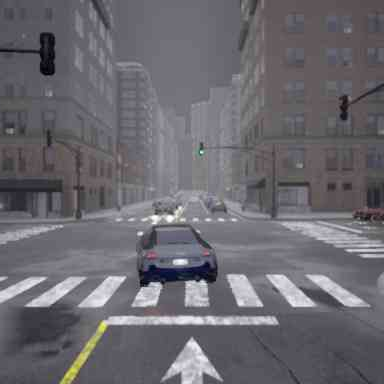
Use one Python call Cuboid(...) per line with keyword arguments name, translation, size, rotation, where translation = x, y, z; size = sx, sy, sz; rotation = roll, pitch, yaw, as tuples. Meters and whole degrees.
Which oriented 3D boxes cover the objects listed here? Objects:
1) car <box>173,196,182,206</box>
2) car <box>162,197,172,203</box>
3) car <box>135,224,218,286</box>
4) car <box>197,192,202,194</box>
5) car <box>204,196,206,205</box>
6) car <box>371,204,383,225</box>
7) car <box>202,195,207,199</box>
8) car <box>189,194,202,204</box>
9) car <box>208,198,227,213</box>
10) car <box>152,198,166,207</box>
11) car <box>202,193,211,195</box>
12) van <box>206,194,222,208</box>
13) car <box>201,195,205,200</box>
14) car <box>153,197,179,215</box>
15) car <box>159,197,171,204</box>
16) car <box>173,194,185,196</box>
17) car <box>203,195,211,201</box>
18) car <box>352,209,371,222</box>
Cuboid(name="car", translation=(-2.754, 1.629, 45.445), size=(1.812, 1.442, 4.674), rotation=(0, 0, 0))
Cuboid(name="car", translation=(-5.205, 1.662, 70.959), size=(1.802, 1.307, 4.206), rotation=(0, 0, 0))
Cuboid(name="car", translation=(-0.620, 1.619, 9.688), size=(1.994, 1.385, 4.181), rotation=(-1, -1, -10))
Cuboid(name="car", translation=(0.599, 1.424, 76.006), size=(2.128, 1.511, 4.902), rotation=(0, 0, 0))
Cuboid(name="car", translation=(3.128, 1.653, 48.668), size=(1.887, 1.381, 4.507), rotation=(0, 0, 0))
Cuboid(name="car", translation=(13.549, 1.213, 19.607), size=(4.553, 1.767, 2.097), rotation=(-1, 0, 0))
Cuboid(name="car", translation=(3.225, 1.690, 59.774), size=(1.802, 1.307, 4.206), rotation=(0, 0, 0))
Cuboid(name="car", translation=(0.514, 1.620, 66.005), size=(1.812, 1.442, 4.674), rotation=(0, 0, 0))
Cuboid(name="car", translation=(3.033, 1.675, 37.566), size=(1.802, 1.307, 4.206), rotation=(0, 0, 0))
Cuboid(name="car", translation=(-5.350, 1.694, 54.301), size=(1.802, 1.307, 4.206), rotation=(0, 0, 0))
Cuboid(name="car", translation=(3.720, 1.282, 77.746), size=(2.150, 2.045, 5.566), rotation=(0, 0, 0))
Cuboid(name="van", translation=(3.080, 1.442, 43.118), size=(1.690, 1.788, 3.998), rotation=(0, 0, 0))
Cuboid(name="car", translation=(3.272, 1.678, 65.331), size=(1.802, 1.307, 4.206), rotation=(0, 0, 0))
Cuboid(name="car", translation=(-2.839, 1.595, 35.540), size=(1.837, 1.490, 4.892), rotation=(0, 0, 2))
Cuboid(name="car", translation=(-5.252, 1.647, 65.407), size=(2.008, 1.369, 4.403), rotation=(0, 0, 0))
Cuboid(name="car", translation=(-2.622, 1.602, 55.835), size=(2.128, 1.511, 4.902), rotation=(0, 0, 1))
Cuboid(name="car", translation=(3.813, 1.519, 84.716), size=(1.882, 1.535, 5.008), rotation=(0, 0, 0))
Cuboid(name="car", translation=(13.658, 1.458, 22.856), size=(4.718, 1.301, 1.895), rotation=(-1, 0, 0))
